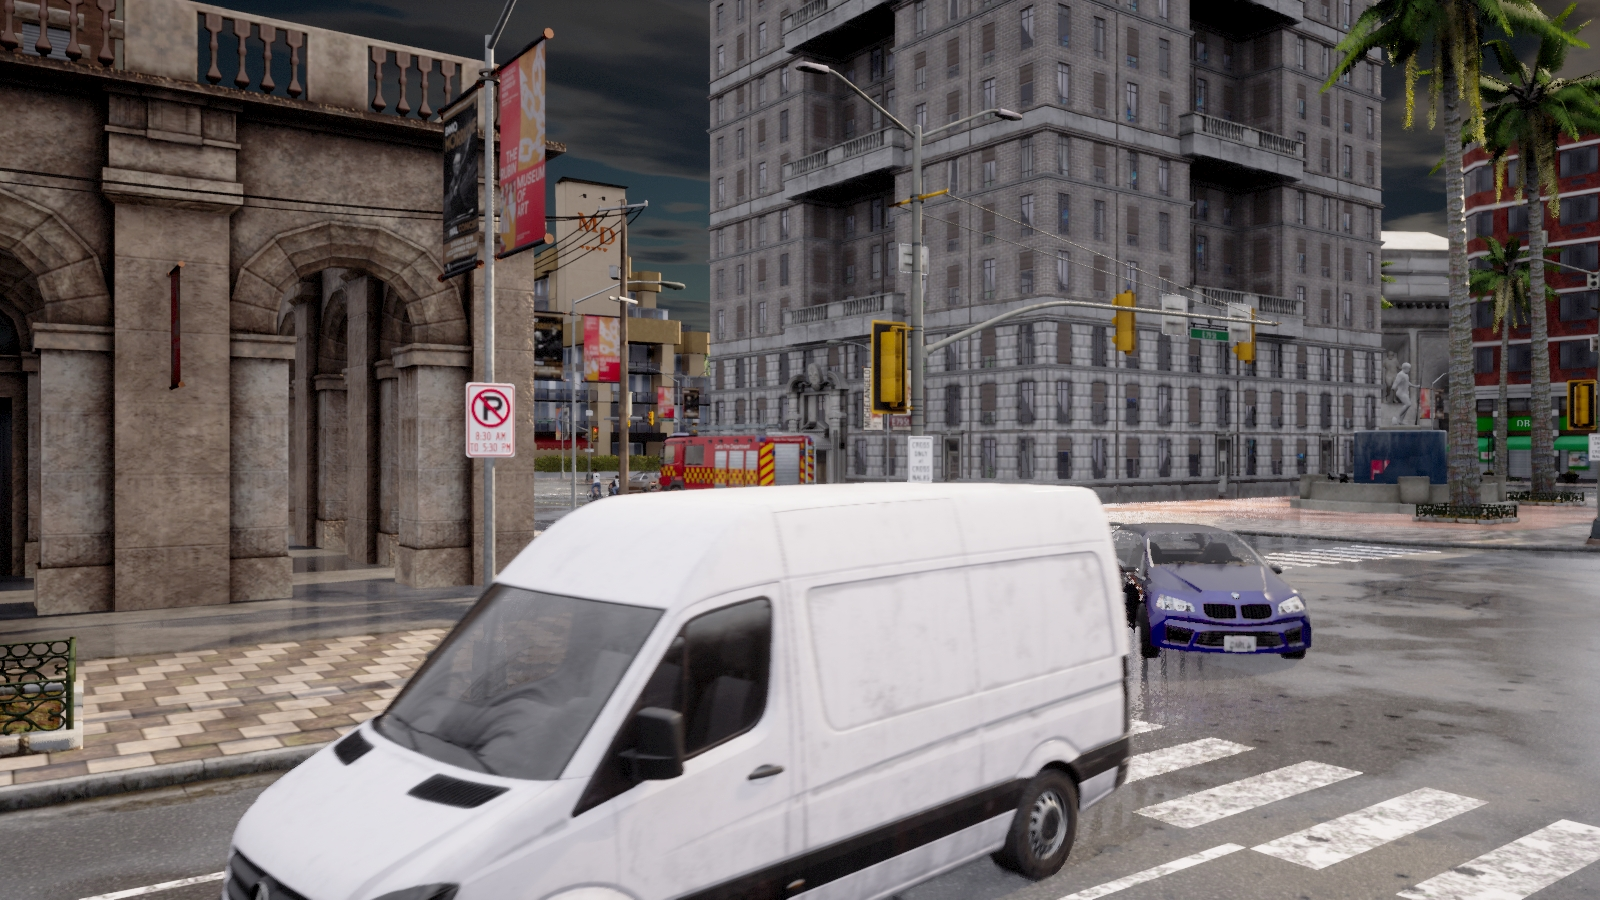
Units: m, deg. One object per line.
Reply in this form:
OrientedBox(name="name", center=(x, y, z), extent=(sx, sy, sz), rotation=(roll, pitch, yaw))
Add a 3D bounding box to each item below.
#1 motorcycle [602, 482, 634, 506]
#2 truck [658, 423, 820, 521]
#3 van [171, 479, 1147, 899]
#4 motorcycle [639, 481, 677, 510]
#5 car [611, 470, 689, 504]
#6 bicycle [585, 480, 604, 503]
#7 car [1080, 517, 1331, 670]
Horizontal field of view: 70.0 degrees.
OrientedBox(name="motorcycle", center=(-9.213, 2.204, 57.798), extent=(0.803, 1.145, 2.033), rotation=(0, 0, -36))
OrientedBox(name="truck", center=(-2.797, 0.879, 49.187), extent=(2.891, 3.827, 8.468), rotation=(0, 0, -35))
OrientedBox(name="van", center=(-0.275, 1.532, 6.963), extent=(5.915, 2.561, 1.988), rotation=(0, 0, -45))
OrientedBox(name="motorcycle", center=(-6.767, 2.160, 54.369), extent=(0.764, 1.277, 2.356), rotation=(0, 0, -35))
OrientedBox(name="car", center=(-8.211, 1.981, 62.259), extent=(2.152, 1.651, 5.027), rotation=(0, 0, -35))
OrientedBox(name="bicycle", center=(-11.030, 2.196, 61.250), extent=(0.373, 1.196, 1.643), rotation=(0, 0, -35))
OrientedBox(name="car", center=(5.723, 1.963, 16.861), extent=(2.242, 1.667, 4.611), rotation=(0, 0, 3))
